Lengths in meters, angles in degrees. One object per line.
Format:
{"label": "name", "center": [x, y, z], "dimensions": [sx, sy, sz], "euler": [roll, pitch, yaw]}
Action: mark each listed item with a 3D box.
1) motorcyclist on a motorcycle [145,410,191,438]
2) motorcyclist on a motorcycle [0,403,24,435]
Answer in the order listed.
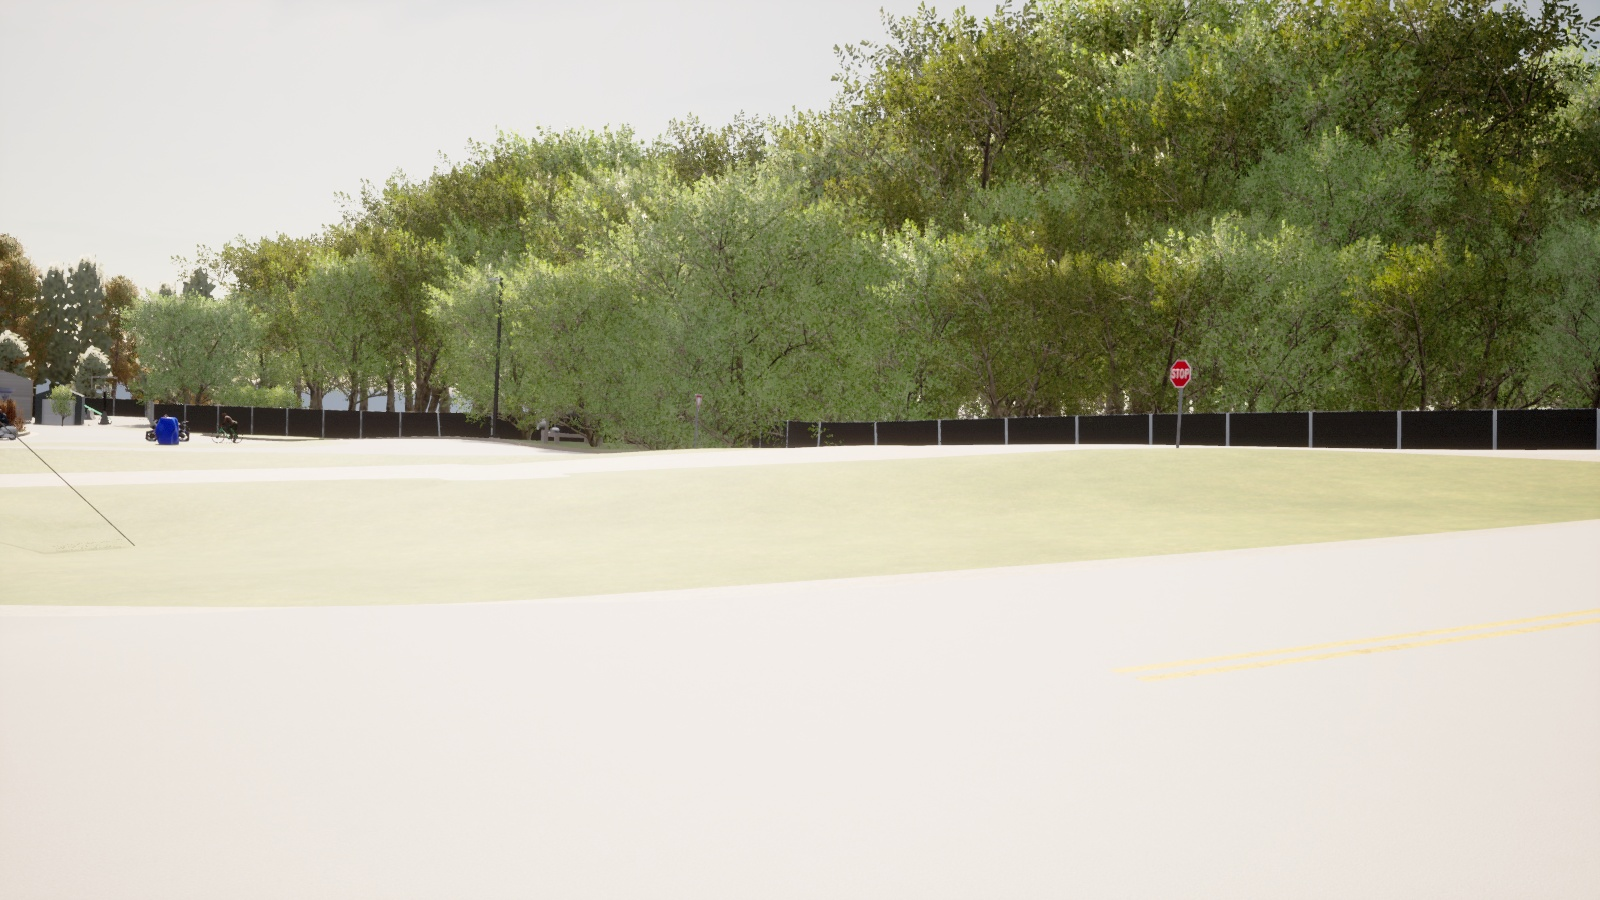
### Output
{"label": "motorcyclist on a motorcycle", "center": [-35.290, -1.450, 70.136], "dimensions": [2.191, 1.530, 0.866], "euler": [1, 2, -24]}
{"label": "motorcyclist on a motorcycle", "center": [-40.965, -1.611, 64.333], "dimensions": [0.866, 1.590, 1.817], "euler": [3, 1, 31]}
